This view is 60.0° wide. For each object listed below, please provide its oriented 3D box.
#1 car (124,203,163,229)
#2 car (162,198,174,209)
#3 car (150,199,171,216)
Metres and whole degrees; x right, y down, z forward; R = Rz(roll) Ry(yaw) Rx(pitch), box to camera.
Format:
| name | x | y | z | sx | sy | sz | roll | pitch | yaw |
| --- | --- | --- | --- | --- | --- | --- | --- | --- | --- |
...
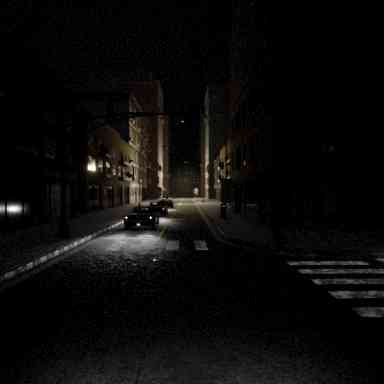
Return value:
| name | x | y | z | sx | sy | sz | roll | pitch | yaw |
| --- | --- | --- | --- | --- | --- | --- | --- | --- | --- |
| car | -3.180 | 1.596 | 21.741 | 1.895 | 1.301 | 4.718 | 0 | 0 | -1 |
| car | -3.483 | 1.543 | 44.284 | 1.994 | 1.385 | 4.181 | 0 | 0 | 0 |
| car | -3.331 | 1.591 | 31.890 | 1.895 | 1.301 | 4.718 | 0 | 0 | -1 |
